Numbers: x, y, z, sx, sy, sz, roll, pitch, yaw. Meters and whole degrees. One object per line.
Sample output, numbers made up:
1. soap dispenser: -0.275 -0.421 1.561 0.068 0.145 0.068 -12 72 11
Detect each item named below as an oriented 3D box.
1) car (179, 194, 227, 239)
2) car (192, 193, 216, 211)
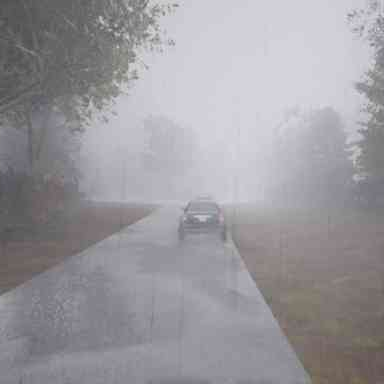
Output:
1. car: 0.525 1.137 16.146 2.097 1.767 4.553 0 1 2
2. car: 1.222 0.940 33.063 2.128 1.511 4.902 0 1 3
